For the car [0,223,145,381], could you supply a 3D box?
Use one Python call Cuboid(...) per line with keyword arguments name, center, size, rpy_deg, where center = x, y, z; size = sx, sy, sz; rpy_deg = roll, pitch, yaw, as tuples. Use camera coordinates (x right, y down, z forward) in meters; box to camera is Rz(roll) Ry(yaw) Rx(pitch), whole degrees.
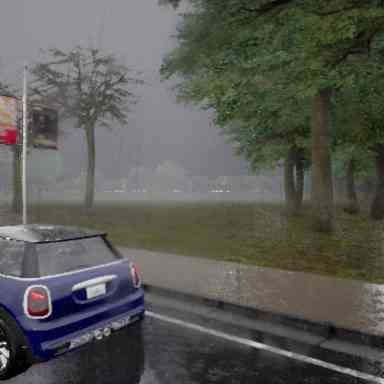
Cuboid(name="car", center=(-3.015, 1.342, 5.709), size=(4.553, 1.767, 2.097), rpy_deg=(0, 0, 35))
